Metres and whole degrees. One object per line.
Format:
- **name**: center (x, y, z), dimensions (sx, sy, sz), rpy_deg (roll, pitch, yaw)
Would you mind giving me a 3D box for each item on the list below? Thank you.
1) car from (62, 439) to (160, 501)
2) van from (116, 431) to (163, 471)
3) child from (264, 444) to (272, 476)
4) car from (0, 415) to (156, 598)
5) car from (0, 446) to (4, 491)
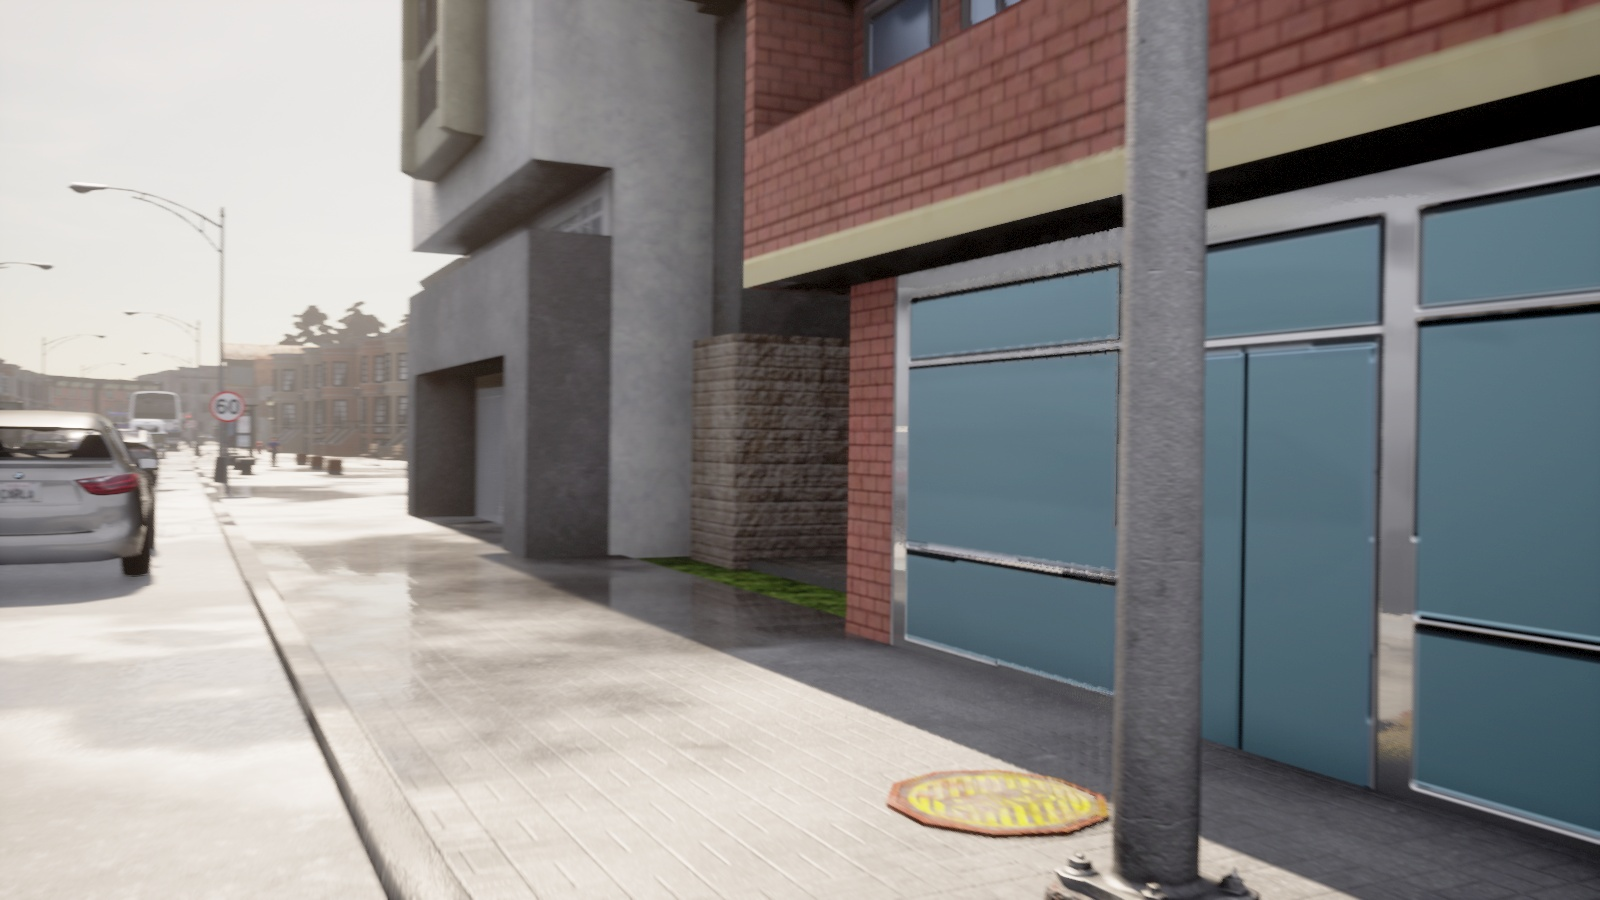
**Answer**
- **car**: center (-18.486, 0.475, 33.868), dimensions (2.128, 1.511, 4.902), rpy_deg (-1, 1, -27)
- **van**: center (-34.424, 0.035, 65.559), dimensions (2.069, 2.038, 4.480), rpy_deg (-1, 1, -27)
- **child**: center (-20.765, 0.380, 49.008), dimensions (0.270, 1.263, 0.437), rpy_deg (-1, 1, -24)
- **car**: center (-8.227, 0.497, 13.526), dimensions (2.242, 1.667, 4.611), rpy_deg (-1, 1, -27)
- **car**: center (-24.808, 0.575, 37.525), dimensions (1.481, 1.376, 2.207), rpy_deg (-1, 0, -27)
